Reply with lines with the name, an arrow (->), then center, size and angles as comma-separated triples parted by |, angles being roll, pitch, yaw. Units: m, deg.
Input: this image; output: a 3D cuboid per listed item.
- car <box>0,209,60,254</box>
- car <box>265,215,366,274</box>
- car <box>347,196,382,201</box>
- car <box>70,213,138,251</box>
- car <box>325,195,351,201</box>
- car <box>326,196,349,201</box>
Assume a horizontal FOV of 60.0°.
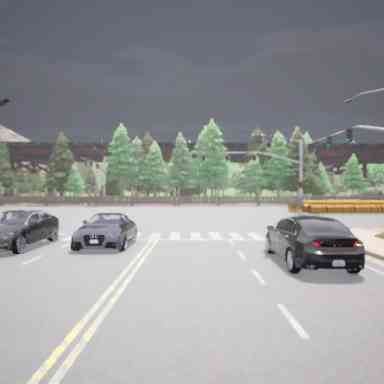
car -> -7.002, 1.481, 13.440 | 2.128, 1.511, 4.902 | 0, 0, 0
car -> 3.614, 1.495, 10.550 | 1.837, 1.490, 4.892 | 0, 0, 1
car -> 21.252, 1.526, 39.499 | 4.181, 1.385, 1.994 | 0, 0, -2
car -> -3.499, 1.580, 13.865 | 1.994, 1.385, 4.181 | 0, 0, 0
car -> 20.744, 1.310, 46.480 | 4.553, 1.767, 2.097 | 0, 0, -2
car -> 20.439, 1.561, 42.974 | 4.718, 1.301, 1.895 | 0, 0, -2
